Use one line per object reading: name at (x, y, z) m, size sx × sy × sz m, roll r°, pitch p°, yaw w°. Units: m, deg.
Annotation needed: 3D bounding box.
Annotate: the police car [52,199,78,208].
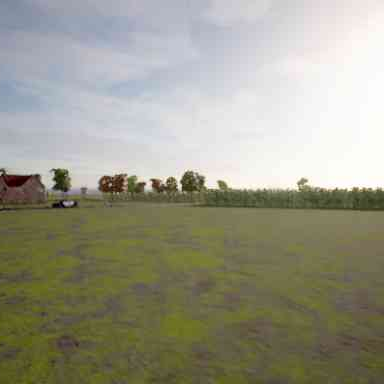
police car at (-25.143, 2.274, 65.630) m, size 2.038 × 1.542 × 4.974 m, roll 0°, pitch 0°, yaw 35°
